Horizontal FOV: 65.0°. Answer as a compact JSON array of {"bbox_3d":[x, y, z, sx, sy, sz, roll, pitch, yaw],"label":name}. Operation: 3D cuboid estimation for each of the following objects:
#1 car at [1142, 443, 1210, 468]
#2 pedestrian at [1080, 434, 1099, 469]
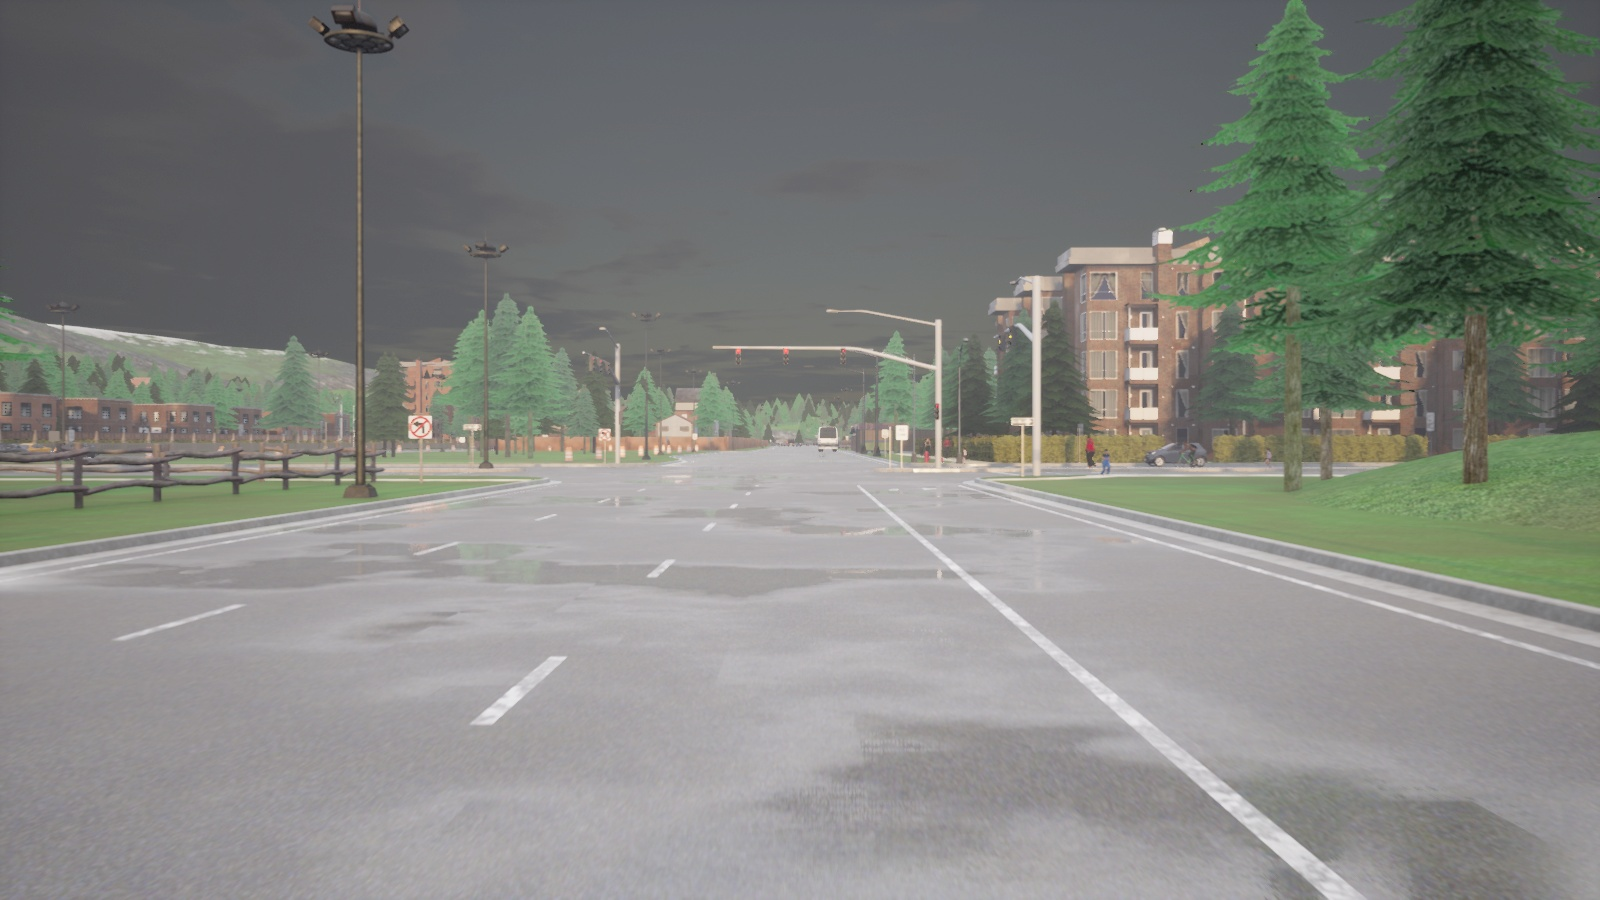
[{"bbox_3d":[22.920,0.347,76.657,3.633,1.501,1.845,0,0,0],"label":"car"},{"bbox_3d":[15.422,0.084,66.885,0.899,1.844,0.634,0,0,7],"label":"pedestrian"}]
